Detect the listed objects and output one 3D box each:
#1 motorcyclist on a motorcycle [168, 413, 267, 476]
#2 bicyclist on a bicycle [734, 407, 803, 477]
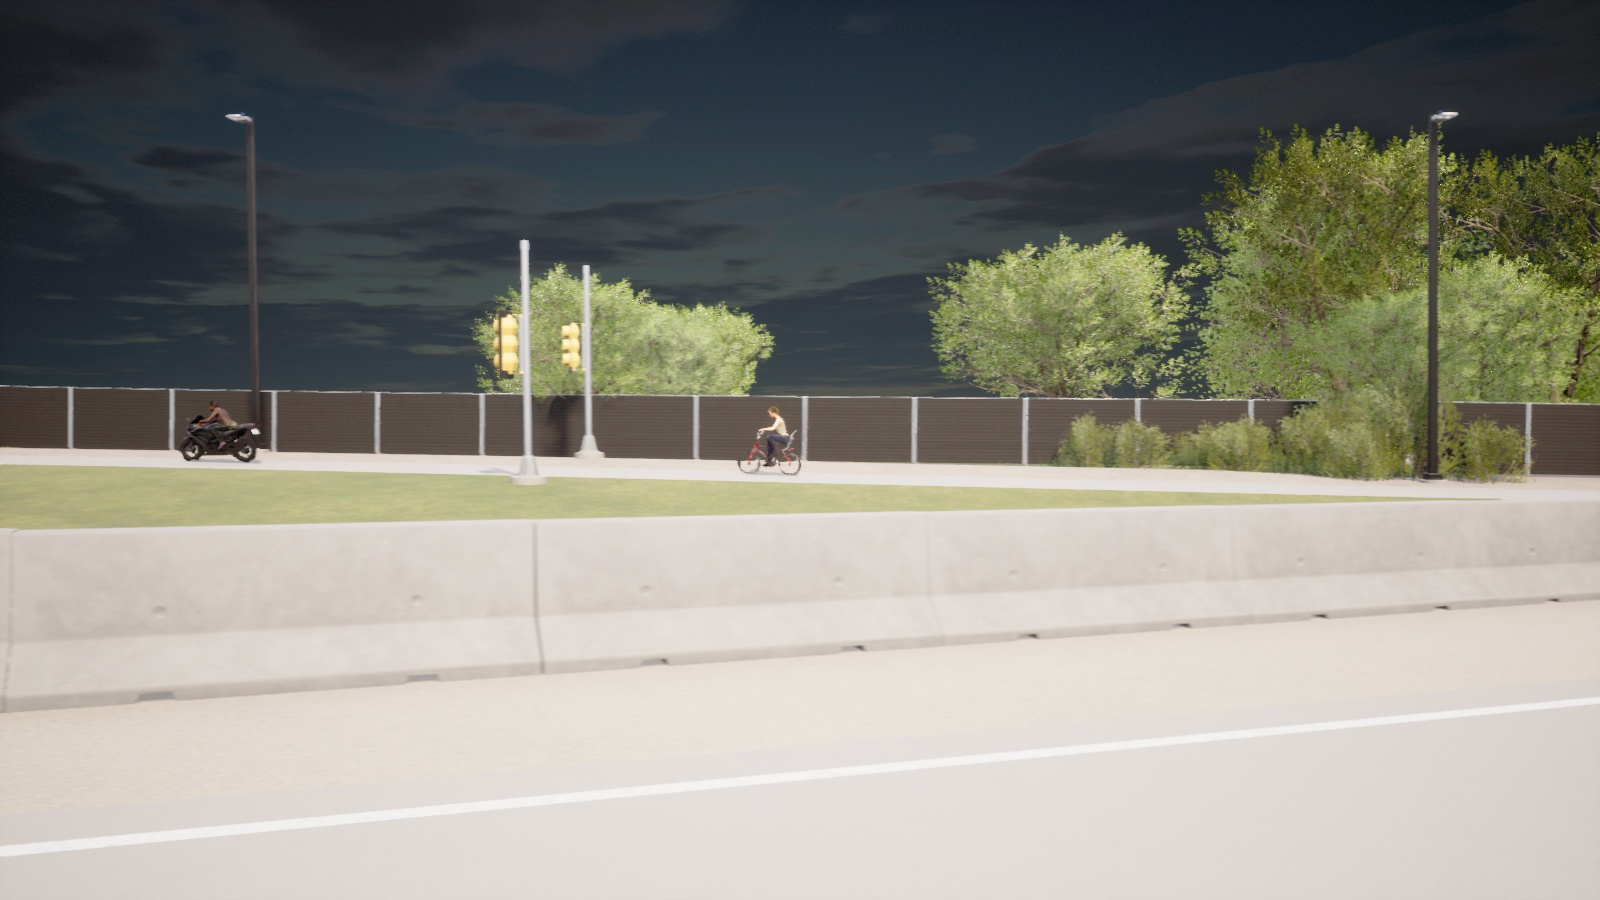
[{"bbox_3d":[-14.271,-0.138,30.782,2.044,1.523,0.797,0,2,6],"label":"motorcyclist on a motorcycle"},{"bbox_3d":[-0.727,-0.191,29.320,1.509,1.612,0.866,0,2,6],"label":"bicyclist on a bicycle"}]
